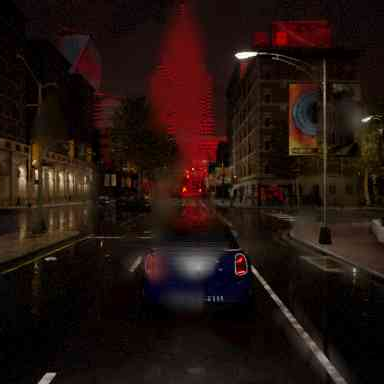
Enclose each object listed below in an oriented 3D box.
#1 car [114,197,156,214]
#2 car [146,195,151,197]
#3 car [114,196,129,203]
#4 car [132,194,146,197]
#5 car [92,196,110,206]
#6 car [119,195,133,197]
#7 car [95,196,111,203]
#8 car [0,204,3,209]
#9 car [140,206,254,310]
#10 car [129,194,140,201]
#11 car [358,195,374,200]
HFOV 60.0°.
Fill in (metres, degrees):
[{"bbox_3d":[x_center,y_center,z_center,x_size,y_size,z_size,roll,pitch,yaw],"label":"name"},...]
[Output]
[{"bbox_3d":[-5.859,1.547,35.164,5.357,1.411,2.033,0,0,37],"label":"car"},{"bbox_3d":[-11.218,1.478,84.435,1.882,1.535,5.008,0,0,0],"label":"car"},{"bbox_3d":[-14.767,1.540,70.139,2.033,1.411,5.357,0,0,0],"label":"car"},{"bbox_3d":[-11.270,1.524,69.102,1.812,1.442,4.674,0,0,0],"label":"car"},{"bbox_3d":[-14.921,1.492,54.833,2.128,1.511,4.902,0,0,1],"label":"car"},{"bbox_3d":[-11.408,1.564,54.532,1.994,1.385,4.181,0,0,0],"label":"car"},{"bbox_3d":[-18.025,1.595,67.492,1.895,1.301,4.718,0,0,0],"label":"car"},{"bbox_3d":[-24.470,1.601,37.939,4.718,1.301,1.895,0,0,-14],"label":"car"},{"bbox_3d":[0.100,1.352,7.983,2.097,1.767,4.553,0,0,0],"label":"car"},{"bbox_3d":[-14.715,1.355,85.342,2.097,1.767,4.553,0,0,0],"label":"car"},{"bbox_3d":[34.674,1.481,68.709,2.231,1.521,4.892,0,0,0],"label":"car"}]
